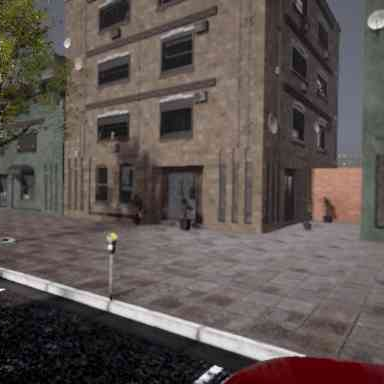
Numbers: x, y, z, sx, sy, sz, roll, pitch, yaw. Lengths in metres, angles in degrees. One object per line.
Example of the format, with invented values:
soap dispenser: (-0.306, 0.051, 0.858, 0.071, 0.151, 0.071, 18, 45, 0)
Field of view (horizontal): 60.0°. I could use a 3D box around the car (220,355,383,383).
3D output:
car: (1.935, 1.589, 1.497, 4.206, 1.307, 1.802, 1, 1, 35)
